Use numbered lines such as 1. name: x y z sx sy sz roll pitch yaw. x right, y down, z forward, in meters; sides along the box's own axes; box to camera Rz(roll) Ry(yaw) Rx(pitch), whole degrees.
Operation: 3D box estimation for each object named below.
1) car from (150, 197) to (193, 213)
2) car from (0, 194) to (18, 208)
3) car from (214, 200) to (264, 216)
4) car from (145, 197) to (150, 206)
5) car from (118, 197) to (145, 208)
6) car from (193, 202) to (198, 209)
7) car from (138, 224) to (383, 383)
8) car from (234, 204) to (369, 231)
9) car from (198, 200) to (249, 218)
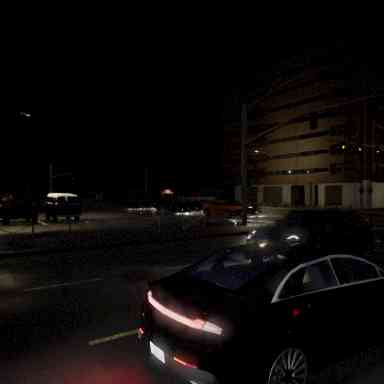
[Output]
1. car: -2.547 1.603 39.098 2.033 1.411 5.357 0 0 -34
2. car: -31.359 1.209 56.593 1.932 1.855 4.605 0 0 -34
3. car: 4.782 1.603 34.563 2.033 1.411 5.357 0 0 -34
4. car: -6.180 1.560 50.664 1.837 1.490 4.892 0 0 -34
5. car: -9.184 1.533 48.855 1.882 1.535 5.008 0 0 -34
6. car: -0.618 1.656 42.484 1.895 1.301 4.718 0 0 -34
7. car: 1.638 1.492 4.908 4.902 1.511 2.128 0 0 -34
8. car: 3.886 1.352 10.878 4.553 1.767 2.097 0 0 -34
9. car: 2.985 1.533 30.986 1.882 1.535 5.008 0 0 -34
